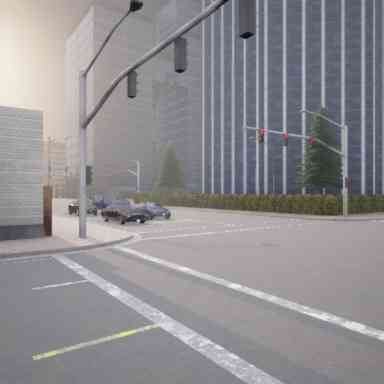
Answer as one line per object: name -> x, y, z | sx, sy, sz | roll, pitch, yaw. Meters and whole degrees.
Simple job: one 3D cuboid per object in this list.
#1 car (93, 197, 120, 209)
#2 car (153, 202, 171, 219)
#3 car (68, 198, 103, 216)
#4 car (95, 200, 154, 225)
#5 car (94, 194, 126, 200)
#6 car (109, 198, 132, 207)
car -> -12.158, 1.547, 47.198 | 2.128, 1.511, 4.902 | 0, 0, -36
car -> -3.667, 1.581, 29.075 | 1.812, 1.442, 4.674 | 0, 0, -36
car -> -10.932, 1.560, 33.171 | 1.837, 1.490, 4.892 | 0, 0, -36
car -> -5.262, 1.603, 25.262 | 2.033, 1.411, 5.357 | 0, 0, -36
car -> -9.329, 1.277, 36.947 | 2.150, 2.045, 5.566 | 0, 0, -36
car -> -11.229, 1.619, 51.903 | 1.994, 1.385, 4.181 | 0, 0, -36
